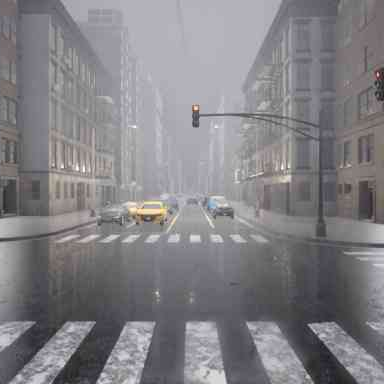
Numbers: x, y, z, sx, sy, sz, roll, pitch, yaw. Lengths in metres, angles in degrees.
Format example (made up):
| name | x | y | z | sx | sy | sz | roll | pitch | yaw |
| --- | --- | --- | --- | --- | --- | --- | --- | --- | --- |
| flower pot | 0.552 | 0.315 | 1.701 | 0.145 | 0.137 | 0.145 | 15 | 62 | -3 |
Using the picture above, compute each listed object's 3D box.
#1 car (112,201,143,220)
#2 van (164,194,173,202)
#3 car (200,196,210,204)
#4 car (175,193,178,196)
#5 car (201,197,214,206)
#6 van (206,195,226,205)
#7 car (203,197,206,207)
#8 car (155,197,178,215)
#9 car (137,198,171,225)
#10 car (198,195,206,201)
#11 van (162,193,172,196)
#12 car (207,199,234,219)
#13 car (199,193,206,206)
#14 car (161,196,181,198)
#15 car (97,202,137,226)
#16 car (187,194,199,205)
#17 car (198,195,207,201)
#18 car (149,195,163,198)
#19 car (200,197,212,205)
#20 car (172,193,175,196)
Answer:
| name | x | y | z | sx | sy | sz | roll | pitch | yaw |
| --- | --- | --- | --- | --- | --- | --- | --- | --- | --- |
| car | -5.414 | 1.523 | 28.668 | 1.752 | 1.417 | 4.829 | 0 | 0 | 0 |
| van | -5.489 | 1.336 | 77.494 | 1.690 | 1.788 | 3.998 | 0 | 0 | 0 |
| car | 2.607 | 1.521 | 66.857 | 1.752 | 1.417 | 4.829 | 0 | 0 | 0 |
| car | -5.506 | 1.545 | 88.307 | 2.008 | 1.369 | 4.403 | 0 | 0 | 0 |
| car | 2.611 | 1.561 | 55.876 | 1.947 | 1.339 | 4.313 | 0 | 0 | 0 |
| van | 2.619 | 1.338 | 34.251 | 1.690 | 1.788 | 3.998 | 0 | 0 | 0 |
| car | 2.617 | 1.578 | 39.657 | 1.802 | 1.307 | 4.206 | 0 | 0 | 0 |
| car | -2.867 | 1.544 | 34.521 | 2.033 | 1.411 | 5.357 | 0 | 0 | 0 |
| car | -2.868 | 1.475 | 24.347 | 1.882 | 1.535 | 5.008 | 0 | 0 | 0 |
| car | 2.599 | 1.560 | 88.313 | 1.947 | 1.339 | 4.313 | 0 | 0 | 0 |
| van | -5.472 | 1.336 | 66.681 | 1.690 | 1.788 | 3.998 | 0 | 0 | 0 |
| car | 2.621 | 1.548 | 28.844 | 2.008 | 1.369 | 4.403 | 0 | 0 | 0 |
| car | 2.613 | 1.311 | 50.469 | 2.192 | 1.841 | 5.009 | 0 | 0 | 0 |
| car | -2.865 | 1.560 | 44.699 | 1.994 | 1.385 | 4.181 | 0 | 0 | 0 |
| car | -5.405 | 1.549 | 23.432 | 2.008 | 1.369 | 4.403 | 0 | 0 | 0 |
| car | 0.063 | 1.500 | 57.005 | 1.837 | 1.490 | 4.892 | 0 | 0 | 0 |
| car | 2.601 | 1.539 | 82.907 | 1.887 | 1.381 | 4.507 | 0 | 0 | 0 |
| car | -5.439 | 1.436 | 45.057 | 1.967 | 1.590 | 4.097 | 0 | 0 | 0 |
| car | 2.609 | 1.546 | 61.282 | 2.008 | 1.369 | 4.403 | 0 | 0 | 0 |
| car | -5.480 | 1.310 | 72.087 | 2.192 | 1.841 | 5.009 | 0 | 0 | 0 |
